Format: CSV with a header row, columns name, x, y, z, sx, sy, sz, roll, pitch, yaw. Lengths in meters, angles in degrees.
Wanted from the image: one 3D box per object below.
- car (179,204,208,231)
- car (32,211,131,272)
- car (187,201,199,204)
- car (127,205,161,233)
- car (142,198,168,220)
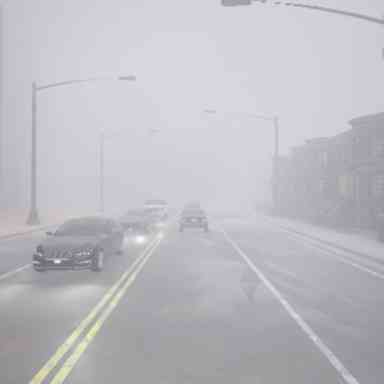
name,x,y,z,sx,sy,sz,roll,pitch,yaw
car,0.104,1.785,22.338,2.033,1.411,5.357,0,-1,0
car,-3.565,1.626,11.286,1.837,1.490,4.892,0,-1,0
car,0.080,1.919,41.474,1.882,1.535,5.008,0,-1,0
car,-3.496,1.778,21.609,2.033,1.411,5.357,0,-1,0
car,-3.495,1.562,31.974,2.150,2.045,5.566,0,-1,0
